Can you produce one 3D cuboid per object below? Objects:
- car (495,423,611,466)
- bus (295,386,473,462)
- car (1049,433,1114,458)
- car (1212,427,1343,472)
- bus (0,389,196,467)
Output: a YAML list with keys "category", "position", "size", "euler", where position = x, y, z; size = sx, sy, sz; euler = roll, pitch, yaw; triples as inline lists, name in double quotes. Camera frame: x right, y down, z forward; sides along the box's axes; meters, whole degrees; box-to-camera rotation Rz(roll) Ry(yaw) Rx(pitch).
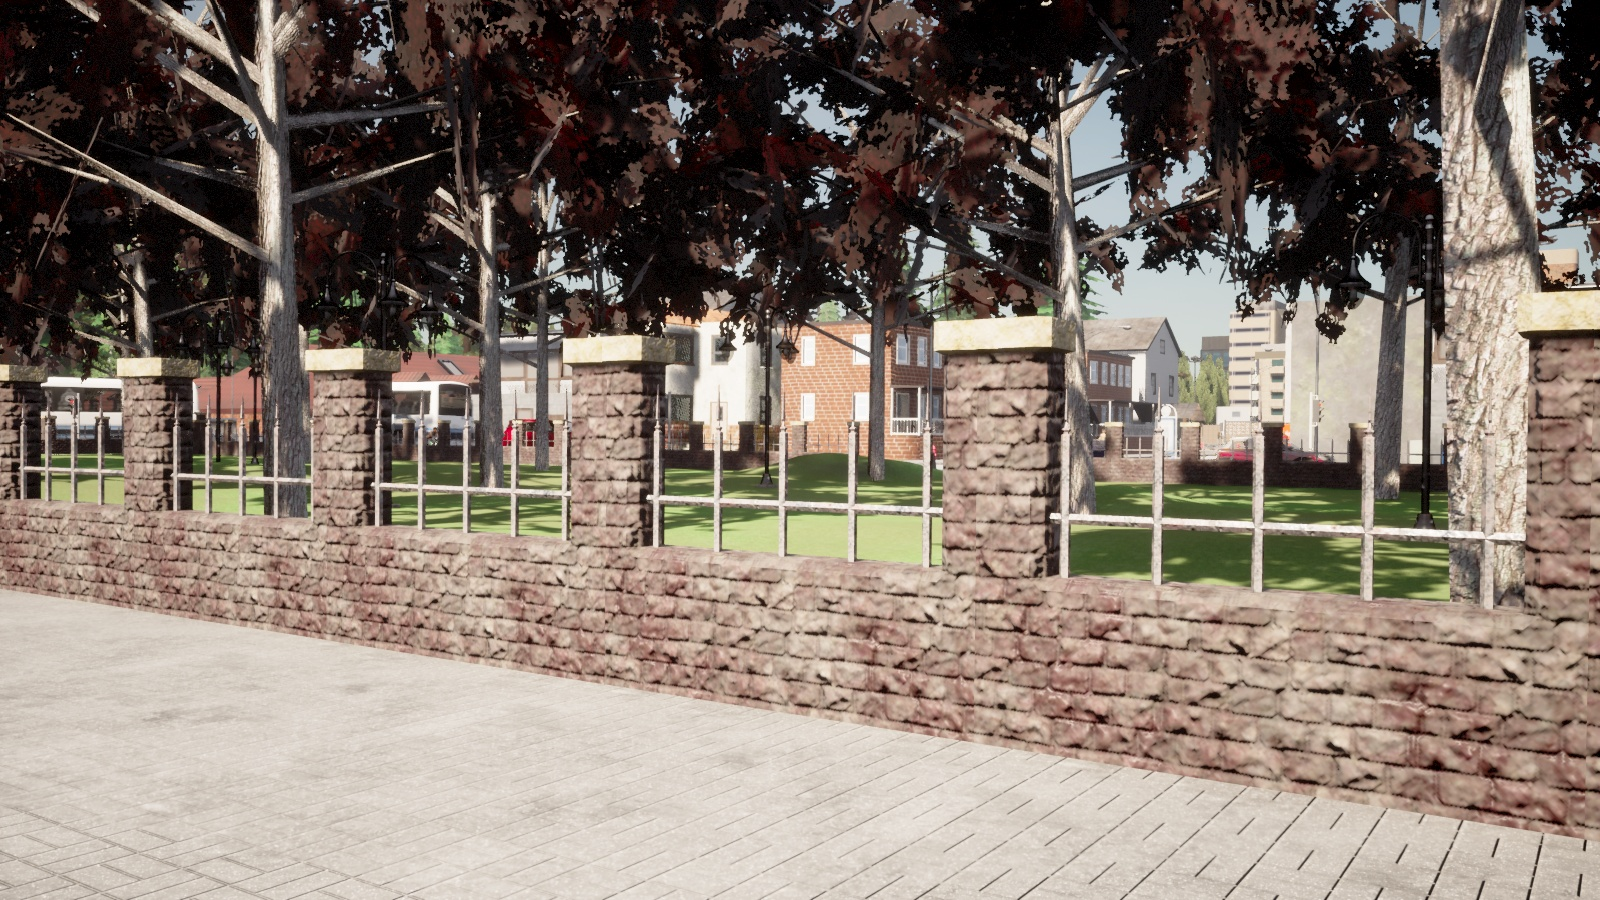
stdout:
- category: "car"
  position: [-12.168, -0.283, 61.803]
  size: [5.566, 2.045, 2.150]
  euler: [0, 1, 30]
- category: "bus"
  position: [-24.737, -1.439, 74.585]
  size: [10.273, 4.253, 3.944]
  euler: [0, 0, 27]
- category: "car"
  position: [15.493, -0.250, 68.984]
  size: [1.895, 1.301, 4.718]
  euler: [0, 1, 34]
- category: "car"
  position: [16.321, -0.037, 42.951]
  size: [3.806, 1.475, 1.970]
  euler: [0, 1, 34]
- category: "bus"
  position: [-40.956, -1.263, 72.414]
  size: [10.273, 4.253, 3.944]
  euler: [-1, 1, -41]
